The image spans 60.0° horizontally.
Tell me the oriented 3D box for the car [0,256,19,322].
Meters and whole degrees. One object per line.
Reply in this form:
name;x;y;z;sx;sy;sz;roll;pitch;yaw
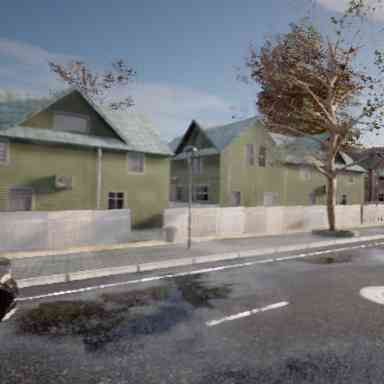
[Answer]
car;-4.922;1.468;4.159;4.902;1.511;2.128;1;0;-36
